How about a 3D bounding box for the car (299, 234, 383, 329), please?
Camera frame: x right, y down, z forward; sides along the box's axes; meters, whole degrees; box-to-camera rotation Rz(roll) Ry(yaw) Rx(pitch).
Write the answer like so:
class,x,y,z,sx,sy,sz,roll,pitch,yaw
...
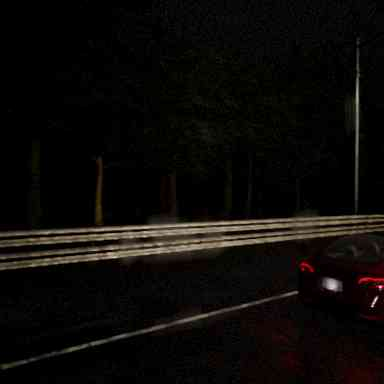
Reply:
class,x,y,z,sx,sy,sz,roll,pitch,yaw
car,4.233,1.618,6.888,4.792,1.488,2.163,1,-1,-35
